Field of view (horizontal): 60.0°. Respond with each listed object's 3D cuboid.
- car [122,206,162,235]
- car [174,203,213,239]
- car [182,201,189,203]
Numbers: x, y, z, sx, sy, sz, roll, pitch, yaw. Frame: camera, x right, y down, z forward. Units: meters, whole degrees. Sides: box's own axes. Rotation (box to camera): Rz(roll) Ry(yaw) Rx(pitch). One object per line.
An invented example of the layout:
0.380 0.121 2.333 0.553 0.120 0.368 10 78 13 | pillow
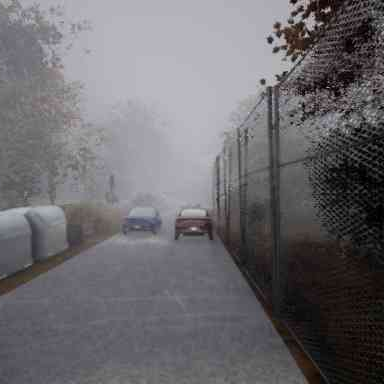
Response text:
-2.864 1.579 19.894 1.882 1.535 5.008 0 -1 0 | car
0.082 1.558 17.766 1.882 1.535 5.008 0 -1 0 | car
0.199 1.930 38.271 1.994 1.385 4.181 0 -1 1 | car
